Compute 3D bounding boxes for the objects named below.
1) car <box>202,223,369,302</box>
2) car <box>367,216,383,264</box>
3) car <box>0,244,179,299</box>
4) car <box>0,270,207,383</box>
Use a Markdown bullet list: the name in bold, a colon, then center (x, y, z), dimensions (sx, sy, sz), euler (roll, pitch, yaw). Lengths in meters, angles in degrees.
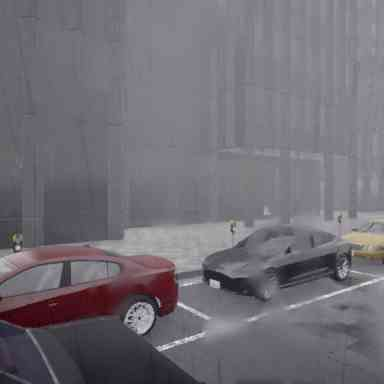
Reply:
- **car**: center (2.255, 1.566, 8.267), dimensions (4.313, 1.339, 1.947), euler (0, 0, -36)
- **car**: center (6.703, 1.527, 11.445), dimensions (4.829, 1.417, 1.752), euler (0, 0, -36)
- **car**: center (-2.330, 1.545, 4.990), dimensions (4.507, 1.381, 1.887), euler (0, 0, -36)
- **car**: center (-2.247, 1.601, 1.775), dimensions (4.718, 1.301, 1.895), euler (0, 0, -36)
